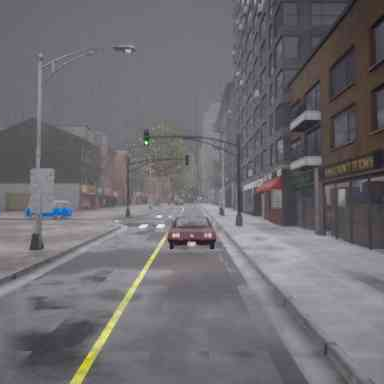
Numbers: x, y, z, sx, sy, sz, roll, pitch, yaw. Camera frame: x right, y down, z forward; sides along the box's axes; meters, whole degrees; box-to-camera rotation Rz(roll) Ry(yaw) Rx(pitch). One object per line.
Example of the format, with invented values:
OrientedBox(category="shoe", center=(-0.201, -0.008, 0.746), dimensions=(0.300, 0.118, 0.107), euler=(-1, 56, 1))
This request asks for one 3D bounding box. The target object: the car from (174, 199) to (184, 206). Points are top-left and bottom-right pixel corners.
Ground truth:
OrientedBox(category="car", center=(-2.751, 2.370, 73.009), dimensions=(1.837, 1.490, 4.892), euler=(0, -1, 0))

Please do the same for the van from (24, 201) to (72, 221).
OrientedBox(category="van", center=(-12.926, 1.681, 30.103), dimensions=(3.998, 1.788, 1.690), euler=(0, -3, 0))

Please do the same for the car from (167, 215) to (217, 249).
OrientedBox(category="car", center=(0.000, 1.674, 14.696), dimensions=(1.895, 1.301, 4.718), euler=(0, 0, 0))
